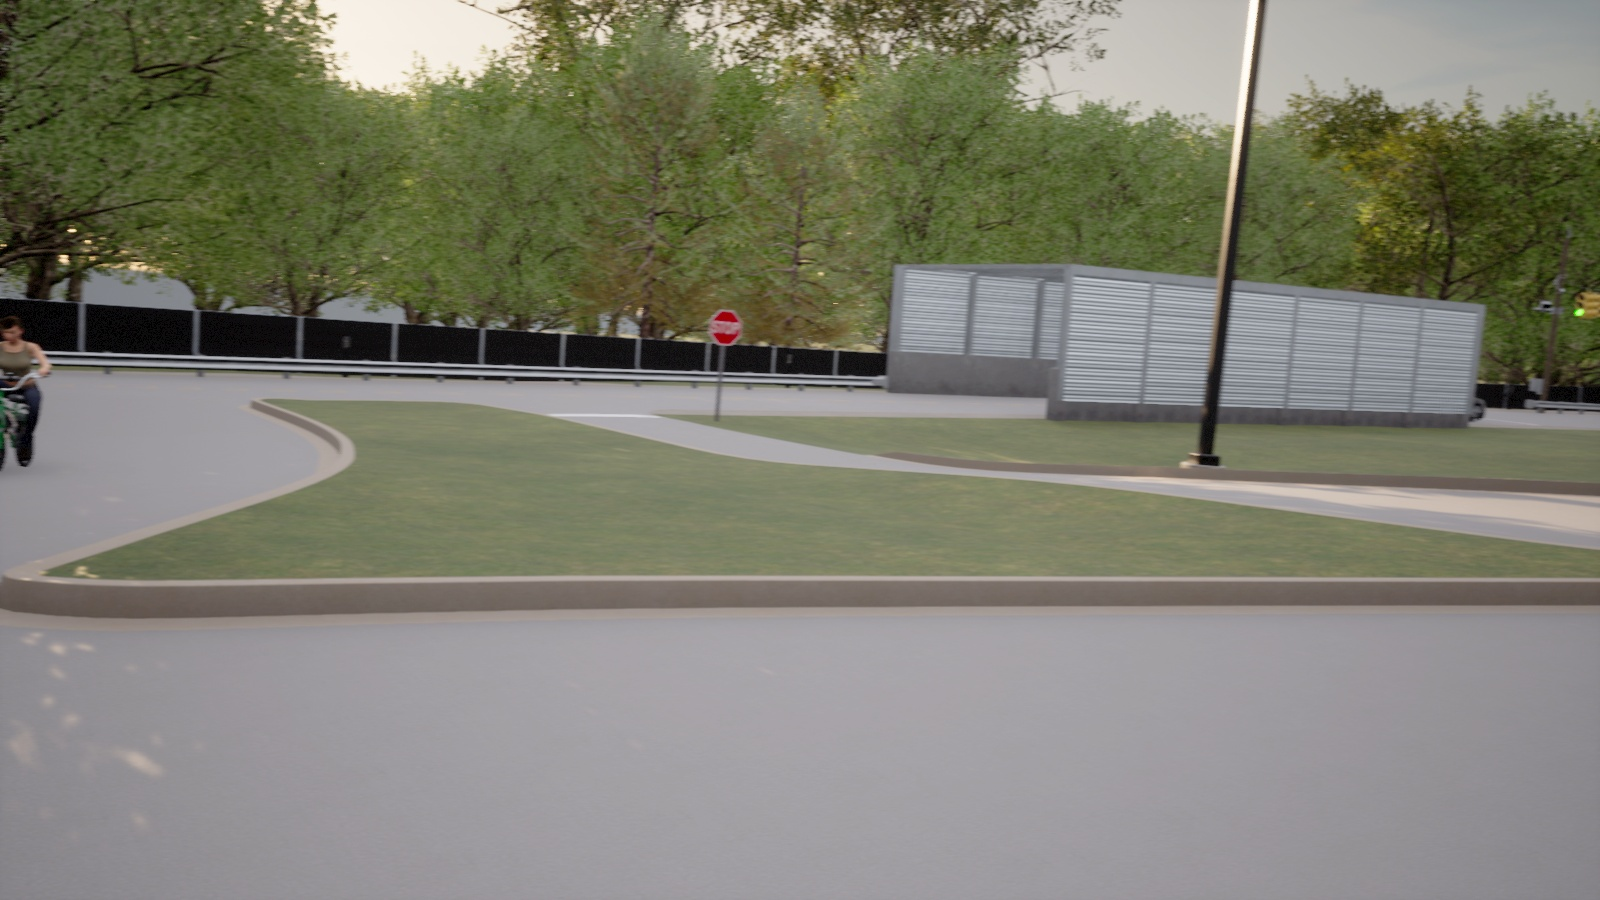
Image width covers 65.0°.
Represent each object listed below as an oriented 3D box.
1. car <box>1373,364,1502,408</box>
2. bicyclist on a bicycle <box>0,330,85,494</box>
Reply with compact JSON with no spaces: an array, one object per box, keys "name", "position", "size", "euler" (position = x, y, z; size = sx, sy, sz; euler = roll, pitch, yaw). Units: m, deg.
[{"name":"car","position":[25.317,-2.530,49.846],"size":[4.902,1.511,2.128],"euler":[-1,8,-30]},{"name":"bicyclist on a bicycle","position":[-8.110,-0.405,13.016],"size":[0.866,1.612,1.509],"euler":[-1,3,-17]}]
